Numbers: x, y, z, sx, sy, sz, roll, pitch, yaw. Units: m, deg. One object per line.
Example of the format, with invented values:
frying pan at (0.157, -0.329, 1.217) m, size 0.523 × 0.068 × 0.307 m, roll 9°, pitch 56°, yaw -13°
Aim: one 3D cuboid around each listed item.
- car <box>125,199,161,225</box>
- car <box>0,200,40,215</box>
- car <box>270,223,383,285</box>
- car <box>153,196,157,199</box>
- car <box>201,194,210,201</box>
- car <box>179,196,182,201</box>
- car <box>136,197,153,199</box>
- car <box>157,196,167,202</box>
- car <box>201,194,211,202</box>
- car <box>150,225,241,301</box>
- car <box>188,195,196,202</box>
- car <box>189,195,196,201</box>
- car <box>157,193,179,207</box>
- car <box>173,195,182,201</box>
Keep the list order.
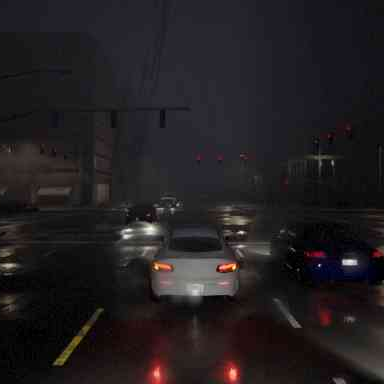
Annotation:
car at (-3.591, 1.504, 24.101) m, size 1.812 × 1.442 × 4.674 m, roll 0°, pitch 0°, yaw 0°
car at (-17.668, 1.492, 32.316) m, size 5.357 × 1.411 × 2.033 m, roll 0°, pitch 0°, yaw 9°
car at (3.582, 1.564, 9.545) m, size 1.994 × 1.385 × 4.181 m, roll 0°, pitch 0°, yaw 0°
car at (-7.023, 1.548, 63.142) m, size 2.033 × 1.411 × 5.357 m, roll 0°, pitch 0°, yaw 1°
car at (3.534, 1.316, 86.968) m, size 2.097 × 1.767 × 4.553 m, roll 0°, pitch 0°, yaw 0°
car at (-3.513, 1.478, 65.498) m, size 1.882 × 1.535 × 5.008 m, roll 0°, pitch 0°, yaw 1°
car at (-7.080, 1.478, 46.788) m, size 1.882 × 1.535 × 5.008 m, roll 0°, pitch 0°, yaw 0°
car at (-6.970, 1.550, 77.834) m, size 1.994 × 1.385 × 4.181 m, roll 0°, pitch 0°, yaw 0°
car at (3.531, 1.546, 78.443) m, size 1.994 × 1.385 × 4.181 m, roll 0°, pitch 0°, yaw 0°
car at (0.073, 1.526, 8.177) m, size 1.812 × 1.442 × 4.674 m, roll 0°, pitch 0°, yaw 0°
car at (0.030, 1.518, 77.887) m, size 2.128 × 1.511 × 4.902 m, roll 0°, pitch 0°, yaw 0°
car at (0.034, 1.493, 87.215) m, size 1.812 × 1.442 × 4.674 m, roll 0°, pitch 0°, yaw 0°
car at (-3.567, 1.222, 50.594) m, size 2.150 × 2.045 × 5.566 m, roll 0°, pitch 0°, yaw 0°
car at (-3.469, 1.541, 80.333) m, size 1.994 × 1.385 × 4.181 m, roll 0°, pitch 0°, yaw 0°
